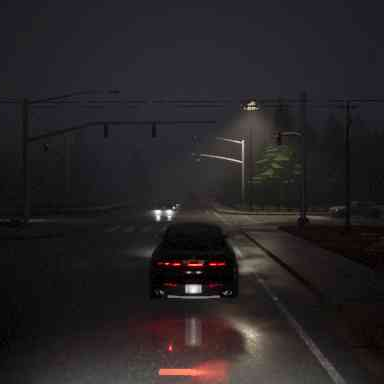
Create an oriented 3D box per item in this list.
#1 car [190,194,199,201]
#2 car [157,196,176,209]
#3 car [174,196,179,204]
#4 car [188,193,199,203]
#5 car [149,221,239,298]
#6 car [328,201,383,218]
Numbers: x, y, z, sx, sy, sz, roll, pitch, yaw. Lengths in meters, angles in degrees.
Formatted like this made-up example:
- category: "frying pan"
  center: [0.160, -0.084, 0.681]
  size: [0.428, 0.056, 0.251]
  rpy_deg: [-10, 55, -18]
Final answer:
- category: "car"
  center: [0.681, 1.355, 83.158]
  size: [2.097, 1.767, 4.553]
  rpy_deg: [0, 0, 2]
- category: "car"
  center: [-3.587, 1.601, 44.800]
  size: [1.895, 1.301, 4.718]
  rpy_deg: [0, 0, 0]
- category: "car"
  center: [-3.562, 1.478, 54.082]
  size: [1.882, 1.535, 5.008]
  rpy_deg: [0, 0, 0]
- category: "car"
  center: [0.311, 1.225, 71.987]
  size: [2.150, 2.045, 5.566]
  rpy_deg: [0, 0, 2]
- category: "car"
  center: [0.050, 1.502, 8.477]
  size: [1.837, 1.490, 4.892]
  rpy_deg: [0, 0, 1]
- category: "car"
  center: [14.560, 1.552, 29.518]
  size: [4.674, 1.442, 1.812]
  rpy_deg: [0, 0, 1]
